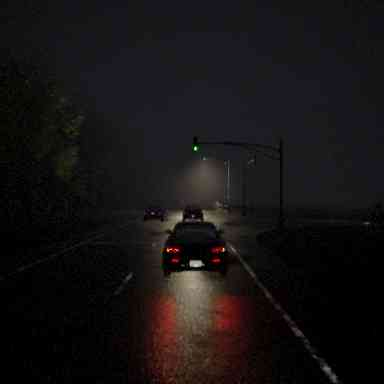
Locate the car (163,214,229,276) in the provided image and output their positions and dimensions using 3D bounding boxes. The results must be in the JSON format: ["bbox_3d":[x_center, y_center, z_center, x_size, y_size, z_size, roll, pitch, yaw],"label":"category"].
[{"bbox_3d":[0.097,1.663,10.682,1.812,1.442,4.674,0,-1,0],"label":"car"}]

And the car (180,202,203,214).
[{"bbox_3d":[0.091,1.917,30.935,1.812,1.442,4.674,0,-1,0],"label":"car"}]

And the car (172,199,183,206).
[{"bbox_3d":[-3.515,2.308,76.700,2.097,1.767,4.553,0,-1,0],"label":"car"}]

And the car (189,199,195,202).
[{"bbox_3d":[-0.018,2.601,85.587,2.033,1.411,5.357,0,-1,0],"label":"car"}]

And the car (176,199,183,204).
[{"bbox_3d":[-3.519,2.747,93.058,1.895,1.301,4.718,0,-1,0],"label":"car"}]

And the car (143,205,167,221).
[{"bbox_3d":[-3.406,1.942,31.228,2.033,1.411,5.357,0,-1,0],"label":"car"}]

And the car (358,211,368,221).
[{"bbox_3d":[19.082,2.153,32.917,5.008,1.535,1.882,1,-2,0],"label":"car"}]
